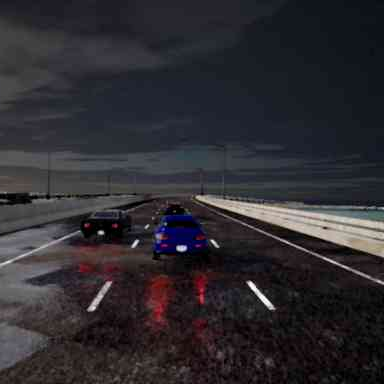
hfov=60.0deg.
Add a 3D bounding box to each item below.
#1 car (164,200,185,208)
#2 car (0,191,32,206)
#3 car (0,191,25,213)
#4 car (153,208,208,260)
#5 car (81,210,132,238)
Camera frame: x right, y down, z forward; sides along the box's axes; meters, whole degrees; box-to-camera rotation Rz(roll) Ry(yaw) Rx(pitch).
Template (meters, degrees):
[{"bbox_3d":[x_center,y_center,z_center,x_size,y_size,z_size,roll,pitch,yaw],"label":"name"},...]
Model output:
[{"bbox_3d":[-1.652,1.548,31.593,2.128,1.511,4.902,1,0,-3],"label":"car"},{"bbox_3d":[-15.685,1.016,28.486,2.150,2.045,5.566,1,0,-3],"label":"car"},{"bbox_3d":[-19.519,0.960,34.226,2.150,2.045,5.566,1,0,-3],"label":"car"},{"bbox_3d":[-0.470,1.553,12.458,1.812,1.442,4.674,1,0,-4],"label":"car"},{"bbox_3d":[-4.288,1.573,17.409,1.895,1.301,4.718,1,0,-4],"label":"car"}]
